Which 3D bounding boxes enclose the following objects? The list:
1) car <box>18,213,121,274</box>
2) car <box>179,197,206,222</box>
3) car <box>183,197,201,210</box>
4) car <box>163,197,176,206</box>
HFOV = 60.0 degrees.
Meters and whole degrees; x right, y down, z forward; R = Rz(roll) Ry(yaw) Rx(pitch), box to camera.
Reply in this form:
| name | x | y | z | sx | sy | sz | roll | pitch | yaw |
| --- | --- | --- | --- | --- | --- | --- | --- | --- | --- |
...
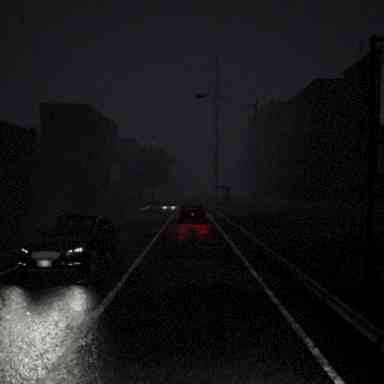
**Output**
| name | x | y | z | sx | sy | sz | roll | pitch | yaw |
| --- | --- | --- | --- | --- | --- | --- | --- | --- | --- |
| car | -3.549 | 1.450 | 10.462 | 2.128 | 1.511 | 4.902 | 0 | 0 | 0 |
| car | 0.028 | 1.398 | 25.655 | 1.882 | 1.535 | 5.008 | 0 | 0 | 0 |
| car | -0.047 | 1.398 | 41.375 | 2.128 | 1.511 | 4.902 | 0 | 0 | 0 |
| car | -3.445 | 1.450 | 51.400 | 2.033 | 1.411 | 5.357 | 0 | 0 | 0 |
